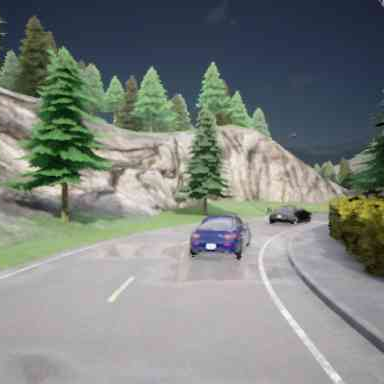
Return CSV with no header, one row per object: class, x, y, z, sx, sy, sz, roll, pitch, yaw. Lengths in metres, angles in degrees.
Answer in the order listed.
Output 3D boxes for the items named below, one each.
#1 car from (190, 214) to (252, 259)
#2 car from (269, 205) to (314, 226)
car,1.210,1.591,12.948,1.812,1.442,4.674,0,0,15
car,7.470,1.690,24.882,1.994,1.385,4.181,0,0,42
